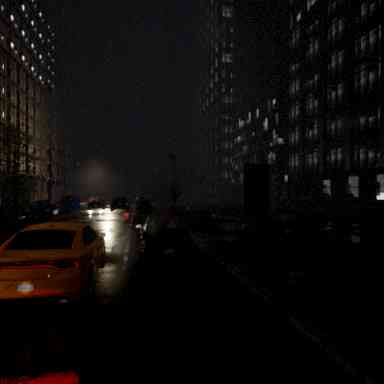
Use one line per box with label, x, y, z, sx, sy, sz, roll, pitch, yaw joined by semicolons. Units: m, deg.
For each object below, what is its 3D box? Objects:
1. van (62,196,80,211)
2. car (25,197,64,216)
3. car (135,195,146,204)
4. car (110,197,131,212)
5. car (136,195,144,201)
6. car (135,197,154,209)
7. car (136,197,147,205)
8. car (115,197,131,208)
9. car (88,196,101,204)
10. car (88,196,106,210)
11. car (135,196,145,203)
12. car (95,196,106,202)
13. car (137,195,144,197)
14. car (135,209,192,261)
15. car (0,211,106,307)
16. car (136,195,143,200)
van;-14.122;1.294;38.553;1.690;1.788;3.998;0;0;-10
car;-12.253;1.403;27.426;1.967;1.590;4.097;0;0;-10
car;-9.590;1.390;62.193;1.967;1.590;4.097;0;0;-10
car;-8.322;1.319;38.770;2.097;1.767;4.553;0;0;-9
car;-12.391;1.498;78.889;1.947;1.339;4.313;0;0;-10
car;-4.919;1.544;34.370;1.947;1.339;4.313;0;0;-10
car;-8.655;1.538;56.629;1.802;1.307;4.206;0;0;-10
car;-10.033;1.505;48.634;2.033;1.411;5.357;0;0;-9
car;-17.854;1.513;60.808;1.802;1.307;4.206;0;0;-10
car;-12.017;1.520;42.330;1.994;1.385;4.181;0;0;-10
car;-10.523;1.510;67.758;1.947;1.339;4.313;0;0;-10
car;-19.722;1.485;71.934;1.947;1.339;4.313;0;0;-10
car;-7.721;1.528;51.064;1.947;1.339;4.313;0;0;-10
car;-1.057;1.547;12.133;2.008;1.369;4.403;0;0;-10
car;-3.227;1.470;8.081;1.882;1.535;5.008;0;0;-10
car;-14.259;1.464;90.018;1.887;1.381;4.507;0;0;-10
